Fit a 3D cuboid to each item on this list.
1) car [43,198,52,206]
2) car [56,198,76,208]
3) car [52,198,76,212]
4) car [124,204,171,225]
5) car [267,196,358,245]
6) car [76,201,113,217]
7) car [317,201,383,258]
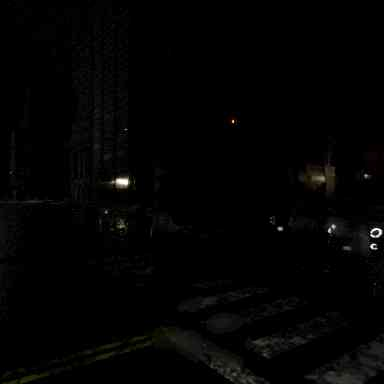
[{"bbox_3d":[-26.507,1.802,62.419,2.128,1.511,4.902,1,-1,-36],"label":"car"},{"bbox_3d":[-20.446,1.787,53.880,1.812,1.442,4.674,1,-1,-35],"label":"car"},{"bbox_3d":[-15.490,1.724,41.394,2.033,1.411,5.357,1,-1,-34],"label":"car"},{"bbox_3d":[-3.390,1.607,24.340,1.812,1.442,4.674,1,-1,-37],"label":"car"},{"bbox_3d":[6.065,1.243,15.973,5.566,2.045,2.150,0,0,-35],"label":"car"},{"bbox_3d":[-9.339,1.619,32.705,2.128,1.511,4.902,1,-1,-36],"label":"car"},{"bbox_3d":[7.182,1.366,12.777,4.553,1.767,2.097,0,0,-35],"label":"car"}]
